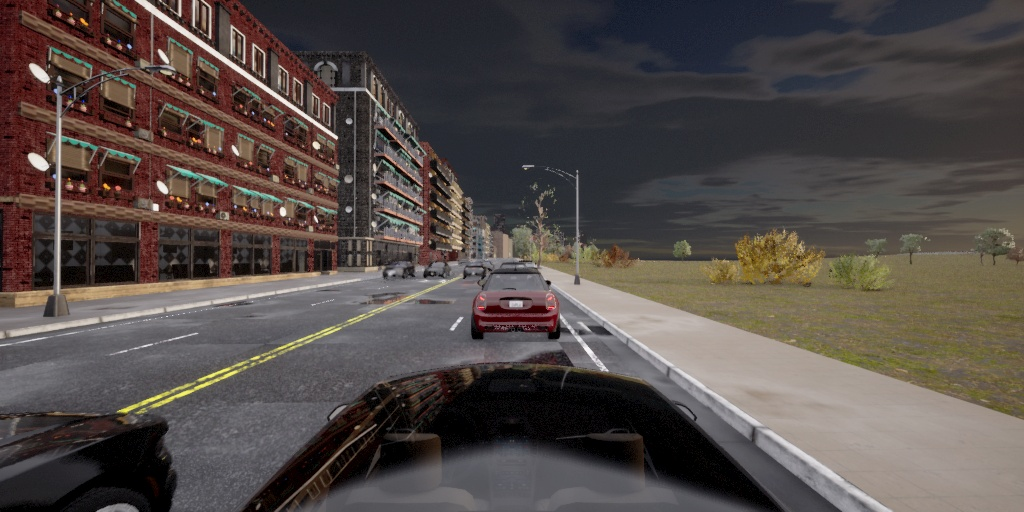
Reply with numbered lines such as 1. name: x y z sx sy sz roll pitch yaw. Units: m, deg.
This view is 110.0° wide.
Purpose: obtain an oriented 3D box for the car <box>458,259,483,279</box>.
1. car: -3.187 1.244 31.980 2.128 1.511 4.902 0 0 0

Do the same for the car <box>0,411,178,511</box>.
1. car: -3.153 1.227 0.286 1.882 1.535 5.008 0 0 0

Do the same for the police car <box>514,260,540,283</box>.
1. police car: 1.104 1.179 29.464 1.930 1.638 5.238 0 0 0

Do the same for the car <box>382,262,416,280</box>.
1. car: -9.888 1.245 31.659 2.128 1.511 4.902 0 0 0

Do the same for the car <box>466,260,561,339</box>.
1. car: 0.082 1.104 10.196 2.097 1.767 4.553 0 0 0

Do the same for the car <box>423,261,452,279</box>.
1. car: -6.638 1.258 32.206 1.837 1.490 4.892 0 0 0

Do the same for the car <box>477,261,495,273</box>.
1. car: -3.204 1.317 45.117 1.994 1.385 4.181 0 0 0
